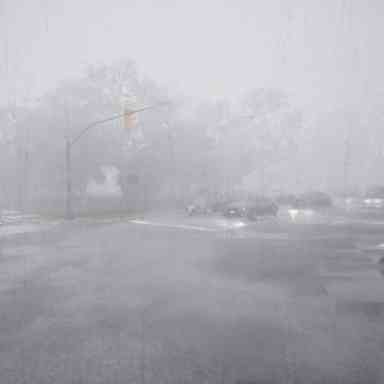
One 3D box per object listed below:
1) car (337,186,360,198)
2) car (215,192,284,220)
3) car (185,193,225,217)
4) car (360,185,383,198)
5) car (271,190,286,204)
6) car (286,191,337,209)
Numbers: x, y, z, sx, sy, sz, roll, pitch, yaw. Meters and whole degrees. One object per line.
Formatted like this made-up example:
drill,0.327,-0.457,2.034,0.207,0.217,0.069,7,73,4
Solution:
car,20.390,-0.053,43.299,1.837,1.490,4.892,0,1,45
car,3.777,0.941,21.242,1.994,1.385,4.181,0,2,44
car,1.563,0.854,23.987,2.128,1.511,4.902,0,2,44
car,22.968,-0.070,40.928,2.128,1.511,4.902,0,2,45
car,7.851,0.580,30.451,1.812,1.442,4.674,0,2,44
car,9.935,0.639,27.561,4.181,1.385,1.994,-3,2,-45
